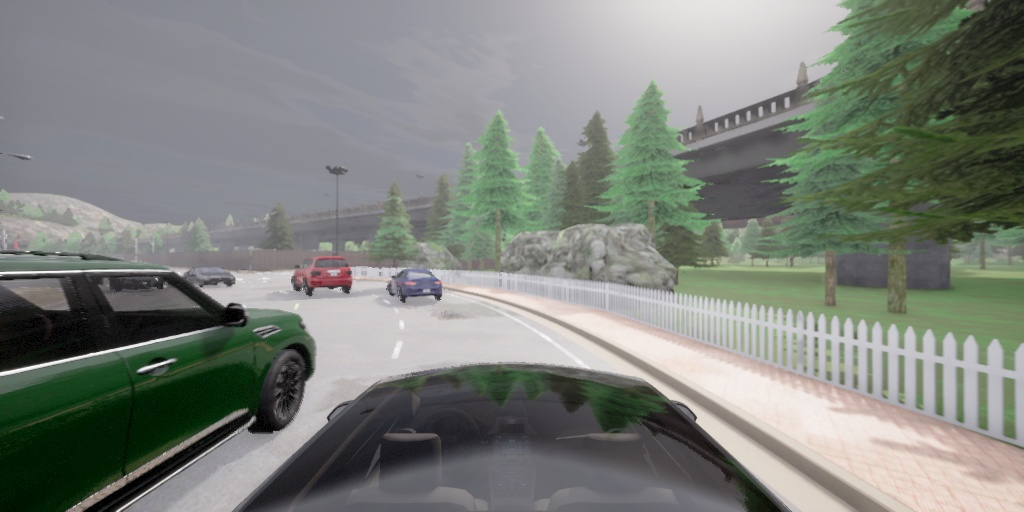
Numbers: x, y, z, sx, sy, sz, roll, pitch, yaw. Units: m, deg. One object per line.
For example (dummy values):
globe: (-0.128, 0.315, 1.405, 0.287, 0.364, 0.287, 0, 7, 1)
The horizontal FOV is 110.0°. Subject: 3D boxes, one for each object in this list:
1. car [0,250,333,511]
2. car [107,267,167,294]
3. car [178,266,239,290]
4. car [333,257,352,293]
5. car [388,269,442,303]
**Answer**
car: (-3.550, 0.977, 2.374, 2.150, 2.045, 5.566, 0, 0, -3)
car: (-23.172, 1.429, 22.102, 4.181, 1.385, 1.994, 0, 0, 36)
car: (-21.252, 1.440, 25.039, 5.357, 1.411, 2.033, 0, 0, 36)
car: (-10.977, 1.065, 20.620, 2.150, 2.045, 5.566, 0, -1, -40)
car: (-4.767, 1.350, 17.439, 1.812, 1.442, 4.674, 0, 0, -28)
